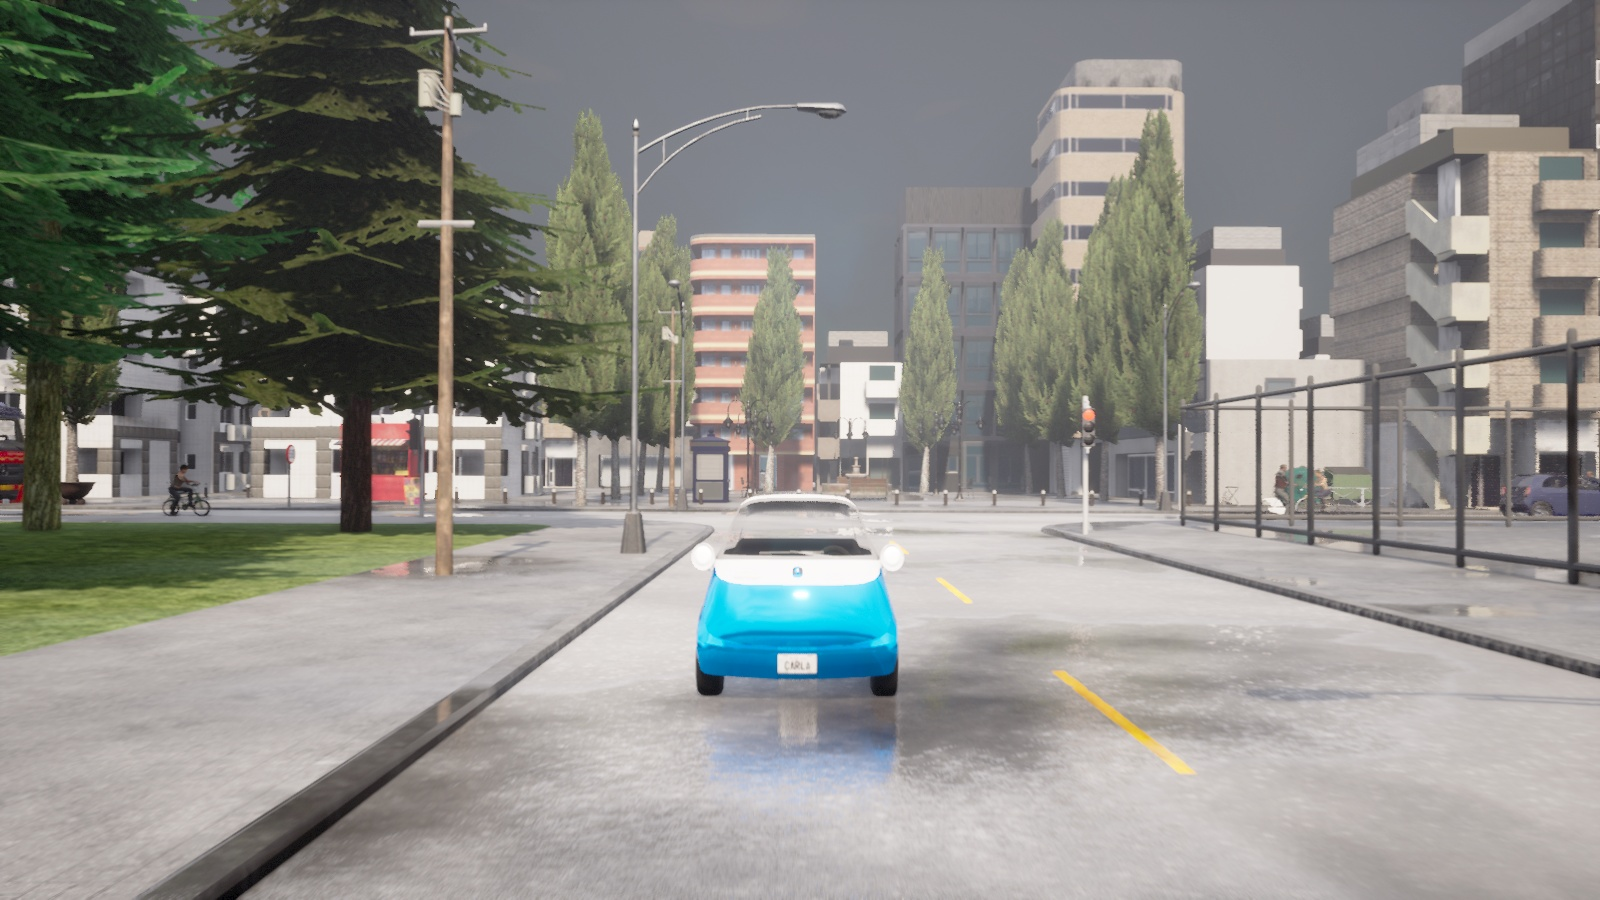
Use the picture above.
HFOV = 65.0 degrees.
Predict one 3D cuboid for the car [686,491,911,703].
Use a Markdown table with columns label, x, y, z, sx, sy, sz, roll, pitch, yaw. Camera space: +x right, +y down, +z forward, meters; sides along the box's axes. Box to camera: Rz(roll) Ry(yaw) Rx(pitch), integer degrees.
| label | x | y | z | sx | sy | sz | roll | pitch | yaw |
| --- | --- | --- | --- | --- | --- | --- | --- | --- | --- |
| car | -0.011 | 1.006 | 9.400 | 1.481 | 1.376 | 2.207 | 0 | -1 | 0 |

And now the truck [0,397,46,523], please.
| label | x | y | z | sx | sy | sz | roll | pitch | yaw |
| --- | --- | --- | --- | --- | --- | --- | --- | --- | --- |
| truck | -28.451 | 0.340 | 38.859 | 8.468 | 3.827 | 2.891 | 0 | -1 | 0 |

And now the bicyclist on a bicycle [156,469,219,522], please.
| label | x | y | z | sx | sy | sz | roll | pitch | yaw |
| --- | --- | --- | --- | --- | --- | --- | --- | --- | --- |
| bicyclist on a bicycle | -18.946 | 1.403 | 38.876 | 1.509 | 1.612 | 0.866 | 0 | -1 | 0 |

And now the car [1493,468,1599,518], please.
| label | x | y | z | sx | sy | sz | roll | pitch | yaw |
| --- | --- | --- | --- | --- | --- | --- | --- | --- | --- |
| car | 23.818 | 1.310 | 38.952 | 3.633 | 1.501 | 1.845 | 0 | -1 | 0 |

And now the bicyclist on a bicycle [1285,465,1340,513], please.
| label | x | y | z | sx | sy | sz | roll | pitch | yaw |
| --- | --- | --- | --- | --- | --- | --- | --- | --- | --- |
| bicyclist on a bicycle | 17.517 | 1.318 | 42.943 | 1.509 | 1.612 | 0.866 | -1 | -1 | 0 |

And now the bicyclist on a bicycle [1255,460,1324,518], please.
| label | x | y | z | sx | sy | sz | roll | pitch | yaw |
| --- | --- | --- | --- | --- | --- | --- | --- | --- | --- |
| bicyclist on a bicycle | 15.137 | 1.201 | 38.872 | 1.843 | 1.776 | 0.659 | 0 | -1 | -2 |
